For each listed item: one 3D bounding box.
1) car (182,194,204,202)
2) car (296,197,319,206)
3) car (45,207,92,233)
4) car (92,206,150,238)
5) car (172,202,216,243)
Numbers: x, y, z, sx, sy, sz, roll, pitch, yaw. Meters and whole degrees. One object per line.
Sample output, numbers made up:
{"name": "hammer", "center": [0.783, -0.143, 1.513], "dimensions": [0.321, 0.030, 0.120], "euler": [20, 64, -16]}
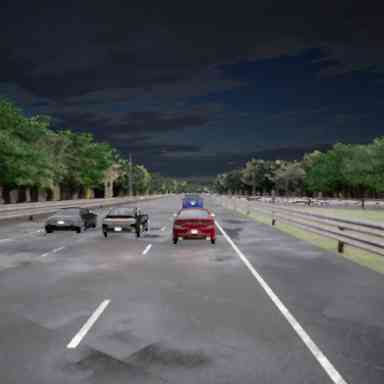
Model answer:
{"name": "car", "center": [0.087, 1.247, 35.136], "dimensions": [2.150, 2.045, 5.566], "euler": [0, 0, 0]}
{"name": "car", "center": [21.501, 1.723, 62.202], "dimensions": [1.882, 1.535, 5.008], "euler": [0, 0, -20]}
{"name": "car", "center": [-6.898, 1.562, 19.497], "dimensions": [1.994, 1.385, 4.181], "euler": [1, 0, 0]}
{"name": "car", "center": [-3.404, 1.496, 17.745], "dimensions": [2.128, 1.511, 4.902], "euler": [0, 0, 0]}
{"name": "car", "center": [0.096, 1.481, 16.156], "dimensions": [1.882, 1.535, 5.008], "euler": [0, 0, 0]}
